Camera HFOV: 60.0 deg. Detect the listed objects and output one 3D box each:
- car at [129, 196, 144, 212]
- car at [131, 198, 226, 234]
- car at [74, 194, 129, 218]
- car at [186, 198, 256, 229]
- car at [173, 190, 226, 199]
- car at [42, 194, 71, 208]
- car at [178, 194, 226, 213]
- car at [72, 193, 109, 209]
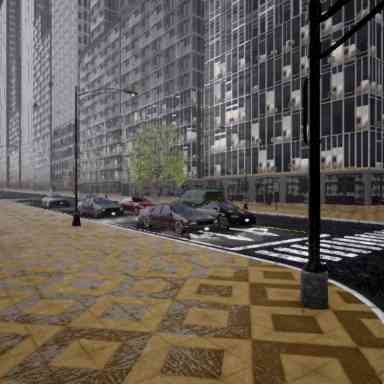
[{"bbox_3d":[-4.579,1.083,27.614,1.812,1.442,4.674,0,1,-38],"label":"car"},{"bbox_3d":[-0.940,1.292,17.708,2.033,1.411,5.357,0,1,-38],"label":"car"},{"bbox_3d":[-7.214,1.106,25.707,2.033,1.411,5.357,0,1,-38],"label":"car"},{"bbox_3d":[1.751,1.309,19.545,1.994,1.385,4.181,0,1,-38],"label":"car"},{"bbox_3d":[0.413,0.843,26.836,2.150,2.045,5.566,0,1,-38],"label":"car"},{"bbox_3d":[-14.205,0.914,34.662,1.994,1.385,4.181,0,1,-38],"label":"car"},{"bbox_3d":[0.807,1.059,31.601,1.837,1.490,4.892,0,2,-38],"label":"car"},{"bbox_3d":[-10.995,0.913,35.825,2.033,1.411,5.357,0,1,-38],"label":"car"}]
